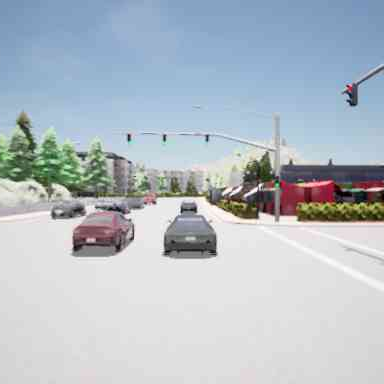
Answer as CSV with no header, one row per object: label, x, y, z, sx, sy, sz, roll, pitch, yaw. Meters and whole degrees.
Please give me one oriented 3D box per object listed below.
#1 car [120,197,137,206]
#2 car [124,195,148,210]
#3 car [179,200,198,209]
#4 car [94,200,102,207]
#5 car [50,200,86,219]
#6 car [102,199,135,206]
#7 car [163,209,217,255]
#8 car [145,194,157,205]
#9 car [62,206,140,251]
car,-11.231,1.659,58.993,2.033,1.411,5.357,0,0,0
car,-7.625,1.591,45.645,1.837,1.490,4.892,0,1,0
car,-0.351,1.588,37.312,2.128,1.511,4.902,0,0,-1
car,-11.103,1.671,42.810,1.895,1.301,4.718,0,0,0
car,-10.978,1.526,29.781,2.128,1.511,4.902,0,0,0
car,-7.508,1.663,34.390,1.895,1.301,4.718,0,0,-1
car,-0.076,1.588,13.511,1.994,1.385,4.181,0,0,-1
car,-7.750,1.353,61.165,2.150,2.045,5.566,0,0,0
car,-3.580,1.540,14.004,1.812,1.442,4.674,0,0,-1
